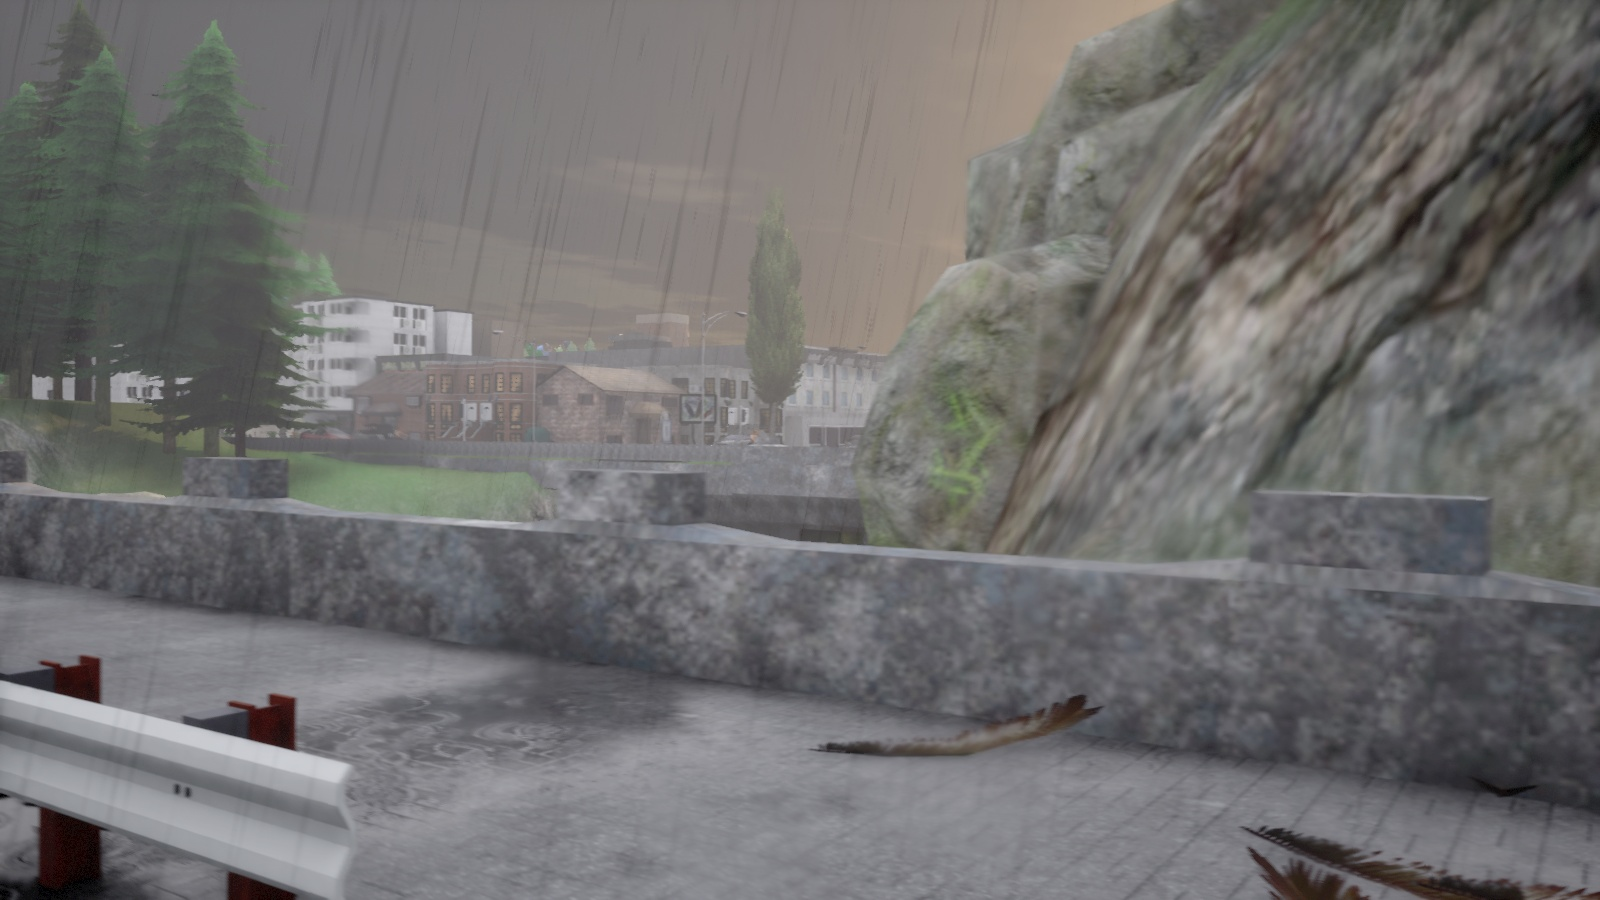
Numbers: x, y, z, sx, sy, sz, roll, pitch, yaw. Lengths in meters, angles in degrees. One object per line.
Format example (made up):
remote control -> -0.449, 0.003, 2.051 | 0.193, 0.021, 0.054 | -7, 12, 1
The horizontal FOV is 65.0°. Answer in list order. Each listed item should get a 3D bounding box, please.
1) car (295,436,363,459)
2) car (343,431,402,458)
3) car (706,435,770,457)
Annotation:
car -> -31.831, -0.192, 84.878 | 4.514, 1.525, 2.007 | 0, 1, 34
car -> -30.144, -0.408, 88.557 | 3.866, 1.878, 1.905 | 0, 1, 34
car -> -3.921, -0.262, 79.985 | 1.994, 1.385, 4.181 | 0, 1, 32
